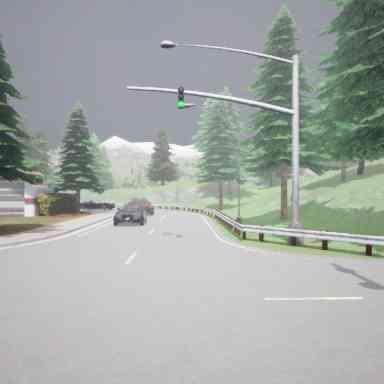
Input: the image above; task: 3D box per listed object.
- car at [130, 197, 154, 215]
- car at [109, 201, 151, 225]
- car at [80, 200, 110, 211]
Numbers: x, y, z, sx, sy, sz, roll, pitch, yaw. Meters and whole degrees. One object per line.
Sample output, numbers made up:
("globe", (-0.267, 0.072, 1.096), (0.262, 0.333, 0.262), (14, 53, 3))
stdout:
("car", (-5.241, 1.347, 33.407), (2.097, 1.767, 4.553), (0, 0, -20))
("car", (-4.290, 1.561, 23.627), (1.994, 1.385, 4.181), (0, 0, -3))
("car", (-11.907, 1.602, 41.066), (4.718, 1.301, 1.895), (0, 0, 13))
